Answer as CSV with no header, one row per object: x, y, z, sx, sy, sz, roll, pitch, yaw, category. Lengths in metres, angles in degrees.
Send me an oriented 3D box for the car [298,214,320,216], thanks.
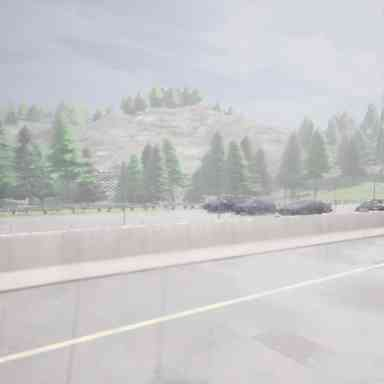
9.493,1.323,27.556,5.357,1.411,2.033,0,1,-34,car

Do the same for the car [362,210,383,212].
15.419,1.319,27.375,4.902,1.511,2.128,0,1,-34,car
